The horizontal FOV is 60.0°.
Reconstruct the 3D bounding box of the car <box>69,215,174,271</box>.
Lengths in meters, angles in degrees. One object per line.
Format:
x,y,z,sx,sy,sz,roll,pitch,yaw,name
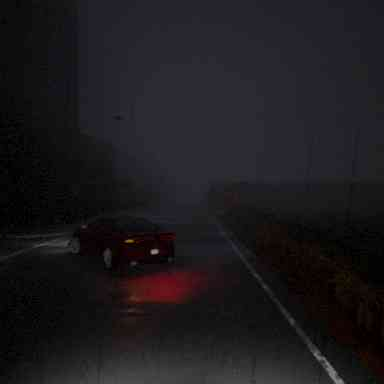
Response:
-2.544,1.528,11.373,1.882,1.535,5.008,2,-1,-37,car
